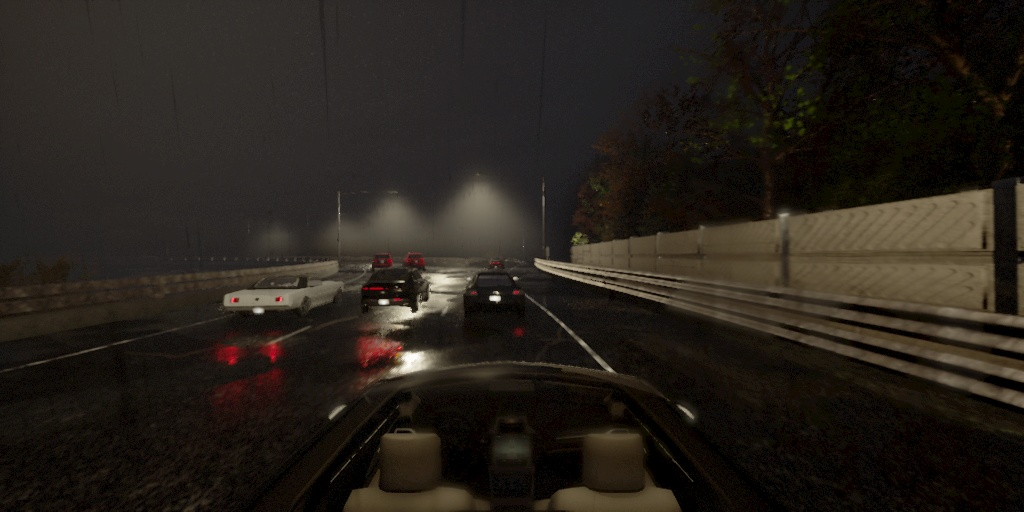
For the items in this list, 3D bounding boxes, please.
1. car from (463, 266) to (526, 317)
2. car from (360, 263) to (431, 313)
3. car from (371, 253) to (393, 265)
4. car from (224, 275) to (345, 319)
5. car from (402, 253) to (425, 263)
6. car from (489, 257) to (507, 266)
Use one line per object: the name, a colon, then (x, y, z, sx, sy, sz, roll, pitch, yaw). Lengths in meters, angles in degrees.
car: (-0.685, 1.226, 12.723, 1.994, 1.385, 4.181, 0, 0, -5)
car: (-4.287, 1.179, 13.649, 1.837, 1.490, 4.892, 0, 0, -6)
car: (-14.828, 0.728, 40.893, 2.150, 2.045, 5.566, 0, 1, -21)
car: (-7.663, 1.302, 12.735, 1.895, 1.301, 4.718, 0, 0, -6)
car: (-11.512, 0.698, 41.935, 2.150, 2.045, 5.566, -1, 1, -22)
car: (-1.718, 0.917, 43.126, 1.837, 1.490, 4.892, 0, 0, 2)
